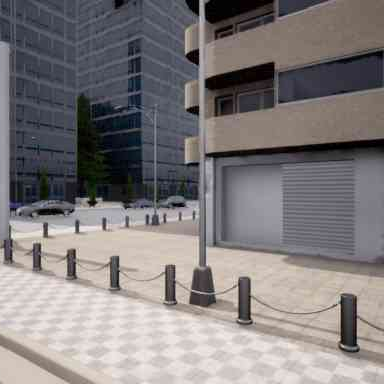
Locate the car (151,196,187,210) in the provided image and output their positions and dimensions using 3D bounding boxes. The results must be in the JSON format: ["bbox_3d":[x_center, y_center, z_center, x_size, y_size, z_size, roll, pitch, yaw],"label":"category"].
[{"bbox_3d":[-2.596,1.297,42.018,2.097,1.767,4.553,0,0,36],"label":"car"}]

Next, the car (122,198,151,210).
[{"bbox_3d":[-6.801,1.508,42.177,1.994,1.385,4.181,0,0,36],"label":"car"}]

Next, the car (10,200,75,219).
[{"bbox_3d":[-12.415,1.436,28.422,2.128,1.511,4.902,0,0,36],"label":"car"}]
